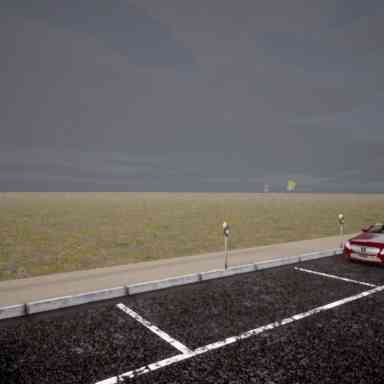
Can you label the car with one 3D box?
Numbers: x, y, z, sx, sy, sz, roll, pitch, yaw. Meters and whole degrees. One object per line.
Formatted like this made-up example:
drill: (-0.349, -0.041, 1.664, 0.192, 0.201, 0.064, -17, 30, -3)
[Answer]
car: (6.637, 1.584, 10.792, 4.206, 1.307, 1.802, 0, 1, -35)
